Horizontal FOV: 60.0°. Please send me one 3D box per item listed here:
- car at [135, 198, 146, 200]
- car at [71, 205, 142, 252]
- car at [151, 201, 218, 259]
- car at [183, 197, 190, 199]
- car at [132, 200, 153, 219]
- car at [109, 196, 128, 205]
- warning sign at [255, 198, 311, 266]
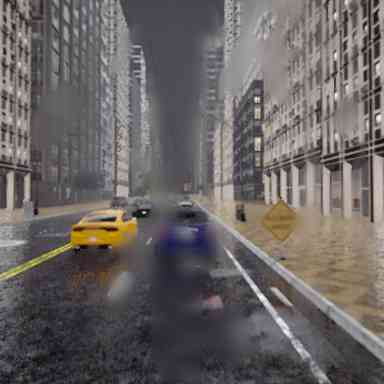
[{"bbox_3d":[-7.812,1.596,50.376,2.128,1.511,4.902,0,0,-1],"label":"car"},{"bbox_3d":[-3.478,1.505,13.996,1.882,1.535,5.008,0,0,-1],"label":"car"},{"bbox_3d":[-0.203,1.373,12.847,2.097,1.767,4.553,0,0,-1],"label":"car"},{"bbox_3d":[-0.623,1.533,29.665,1.882,1.535,5.008,0,0,-1],"label":"car"},{"bbox_3d":[-3.851,1.621,28.467,1.994,1.385,4.181,0,0,-1],"label":"car"},{"bbox_3d":[-11.064,1.460,50.440,2.097,1.767,4.553,0,0,-1],"label":"car"},{"bbox_3d":[2.640,1.130,9.827,1.300,1.860,1.060,-1,-1,-1],"label":"warning sign"}]
